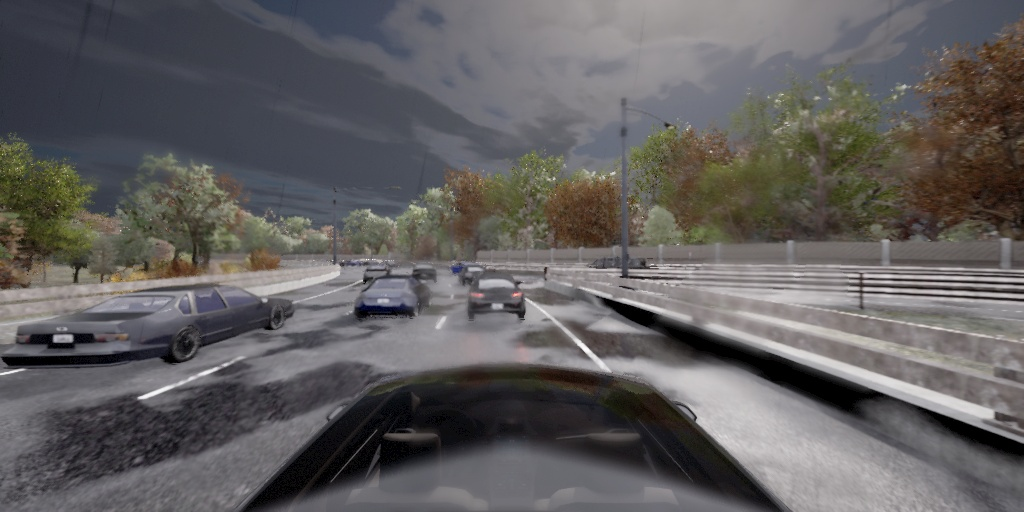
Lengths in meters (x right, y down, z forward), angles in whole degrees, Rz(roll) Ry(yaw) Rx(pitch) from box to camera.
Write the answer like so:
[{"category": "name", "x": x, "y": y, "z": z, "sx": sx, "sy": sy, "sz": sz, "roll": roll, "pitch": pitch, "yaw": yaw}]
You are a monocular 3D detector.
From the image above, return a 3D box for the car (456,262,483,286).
[{"category": "car", "x": -2.825, "y": 1.366, "z": 26.282, "sx": 1.812, "sy": 1.442, "sz": 4.674, "roll": 0, "pitch": 0, "yaw": -13}]

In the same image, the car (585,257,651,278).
[{"category": "car", "x": 6.887, "y": 1.095, "z": 25.237, "sx": 2.150, "sy": 2.045, "sz": 5.566, "roll": -1, "pitch": 0, "yaw": -43}]

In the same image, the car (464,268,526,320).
[{"category": "car", "x": -0.607, "y": 1.316, "z": 12.702, "sx": 1.812, "sy": 1.442, "sz": 4.674, "roll": 0, "pitch": 0, "yaw": -5}]

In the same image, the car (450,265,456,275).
[{"category": "car", "x": -5.323, "y": 1.371, "z": 40.516, "sx": 1.882, "sy": 1.535, "sz": 5.008, "roll": 0, "pitch": 0, "yaw": -32}]

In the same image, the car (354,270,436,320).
[{"category": "car", "x": -4.158, "y": 1.371, "z": 13.085, "sx": 1.994, "sy": 1.385, "sz": 4.181, "roll": 0, "pitch": 0, "yaw": -5}]

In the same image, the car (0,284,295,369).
[{"category": "car", "x": -7.201, "y": 1.352, "z": 8.126, "sx": 2.033, "sy": 1.411, "sz": 5.357, "roll": 0, "pitch": 0, "yaw": -4}]

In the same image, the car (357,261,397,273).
[{"category": "car", "x": -10.559, "y": 1.381, "z": 28.437, "sx": 2.128, "sy": 1.511, "sz": 4.902, "roll": 0, "pitch": 0, "yaw": -15}]

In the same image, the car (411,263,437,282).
[{"category": "car", "x": -7.374, "y": 1.357, "z": 30.063, "sx": 1.882, "sy": 1.535, "sz": 5.008, "roll": 0, "pitch": 0, "yaw": -15}]
